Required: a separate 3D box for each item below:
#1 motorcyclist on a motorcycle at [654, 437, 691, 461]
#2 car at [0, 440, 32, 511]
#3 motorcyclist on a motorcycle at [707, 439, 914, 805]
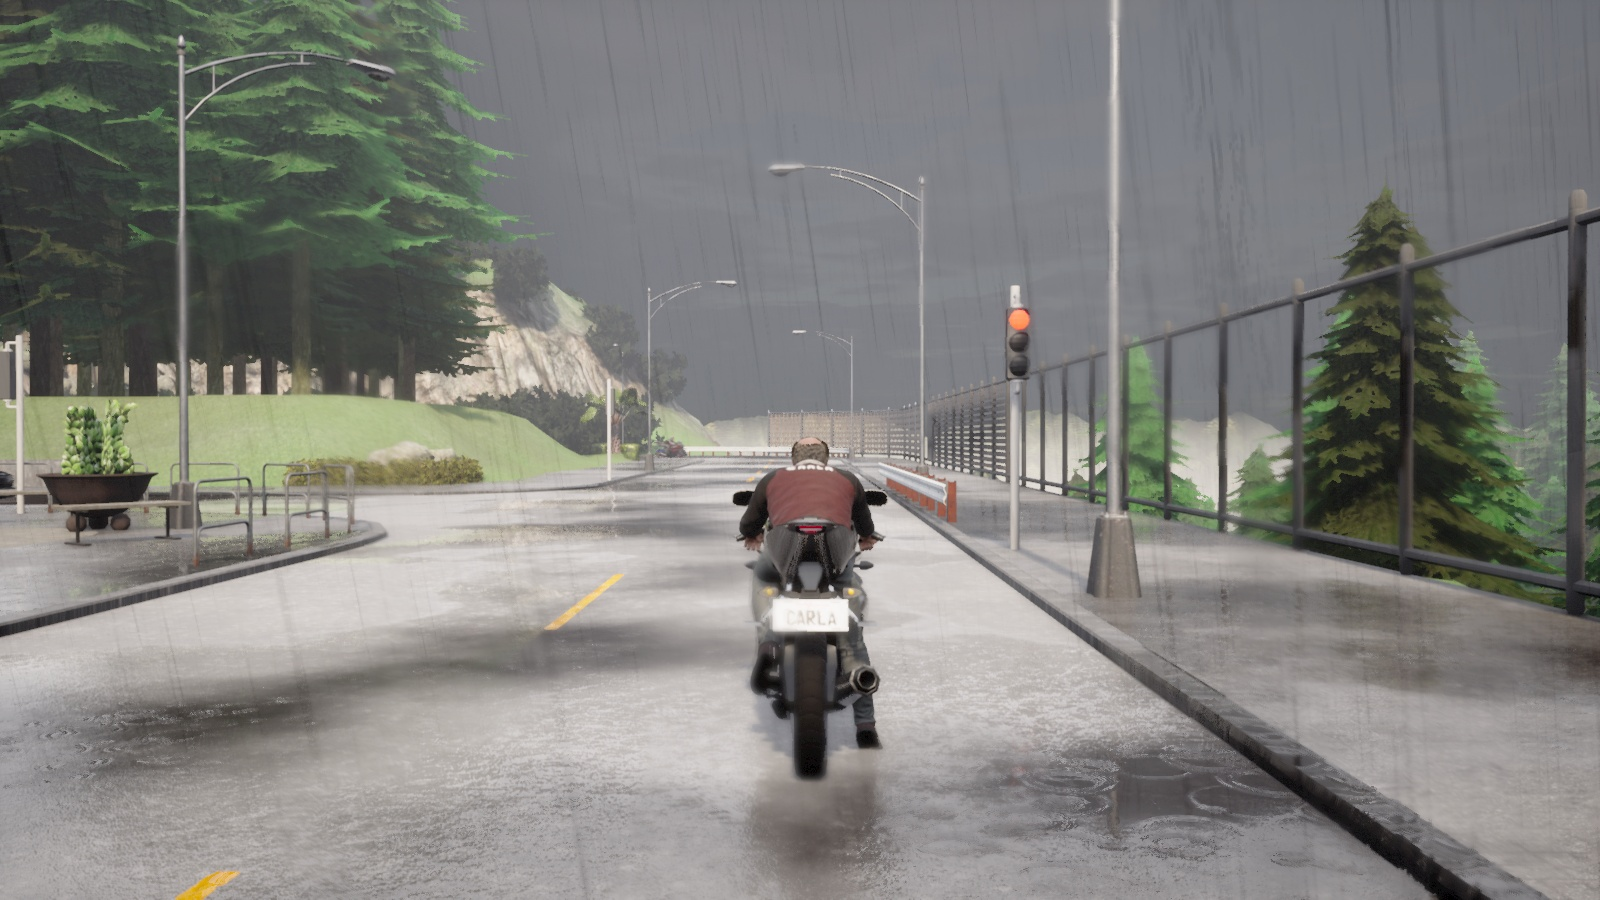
[{"bbox_3d":[-8.338,-0.101,82.207,2.191,1.530,0.866,0,2,16],"label":"motorcyclist on a motorcycle"},{"bbox_3d":[-18.746,0.509,25.240,5.357,1.411,2.033,0,1,0],"label":"car"},{"bbox_3d":[0.051,0.713,6.359,0.866,1.530,2.191,0,1,0],"label":"motorcyclist on a motorcycle"}]
